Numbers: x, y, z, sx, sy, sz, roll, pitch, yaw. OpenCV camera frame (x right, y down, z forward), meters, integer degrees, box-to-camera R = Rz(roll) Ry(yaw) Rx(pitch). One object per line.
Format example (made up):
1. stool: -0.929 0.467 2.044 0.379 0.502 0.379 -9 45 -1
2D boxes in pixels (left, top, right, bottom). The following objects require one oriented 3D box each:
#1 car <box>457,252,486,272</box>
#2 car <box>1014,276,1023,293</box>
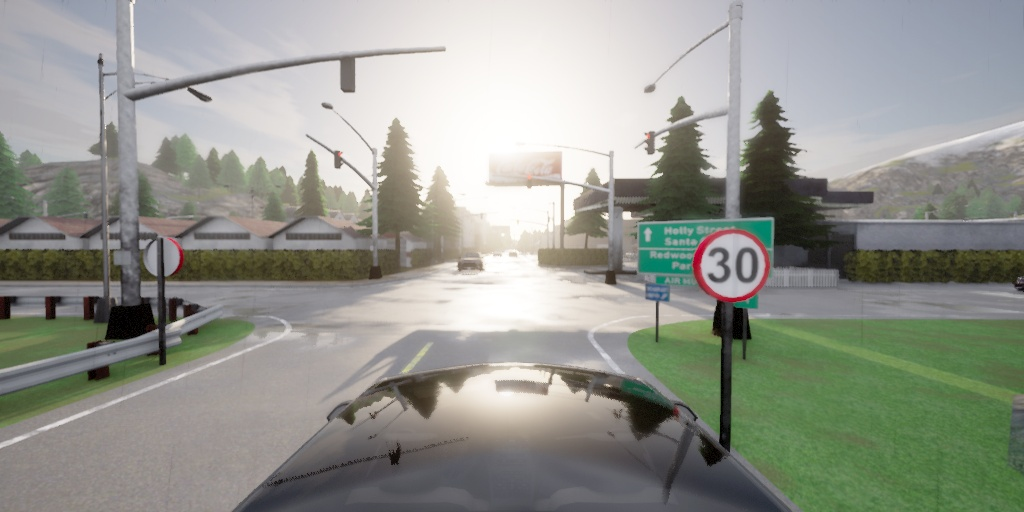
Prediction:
1. car: -3.512 0.424 31.599 2.097 1.767 4.553 0 1 0
2. car: 26.940 1.137 16.910 4.674 1.442 1.812 0 1 0
